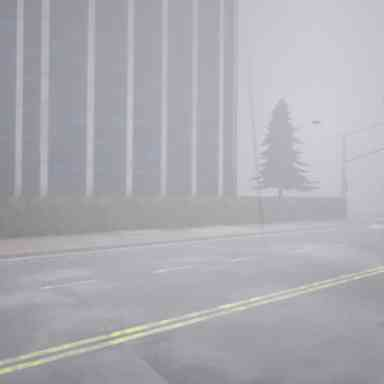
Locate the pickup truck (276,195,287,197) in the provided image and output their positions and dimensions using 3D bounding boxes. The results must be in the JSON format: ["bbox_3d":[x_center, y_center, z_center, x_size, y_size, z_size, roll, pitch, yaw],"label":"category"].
[{"bbox_3d":[20.508,1.723,76.250,2.390,2.098,6.274,1,0,-6],"label":"pickup truck"}]
